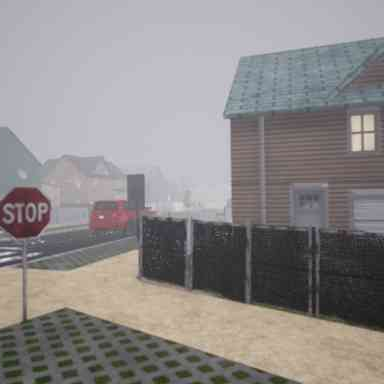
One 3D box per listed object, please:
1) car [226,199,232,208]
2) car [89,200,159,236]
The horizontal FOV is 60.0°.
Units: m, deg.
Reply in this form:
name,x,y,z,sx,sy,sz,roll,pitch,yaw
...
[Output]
name,x,y,z,sx,sy,sz,roll,pitch,yaw
car,7.165,2.153,55.552,2.150,2.045,5.566,-1,-1,17
car,-3.925,1.476,20.168,2.150,2.045,5.566,-1,-1,19
